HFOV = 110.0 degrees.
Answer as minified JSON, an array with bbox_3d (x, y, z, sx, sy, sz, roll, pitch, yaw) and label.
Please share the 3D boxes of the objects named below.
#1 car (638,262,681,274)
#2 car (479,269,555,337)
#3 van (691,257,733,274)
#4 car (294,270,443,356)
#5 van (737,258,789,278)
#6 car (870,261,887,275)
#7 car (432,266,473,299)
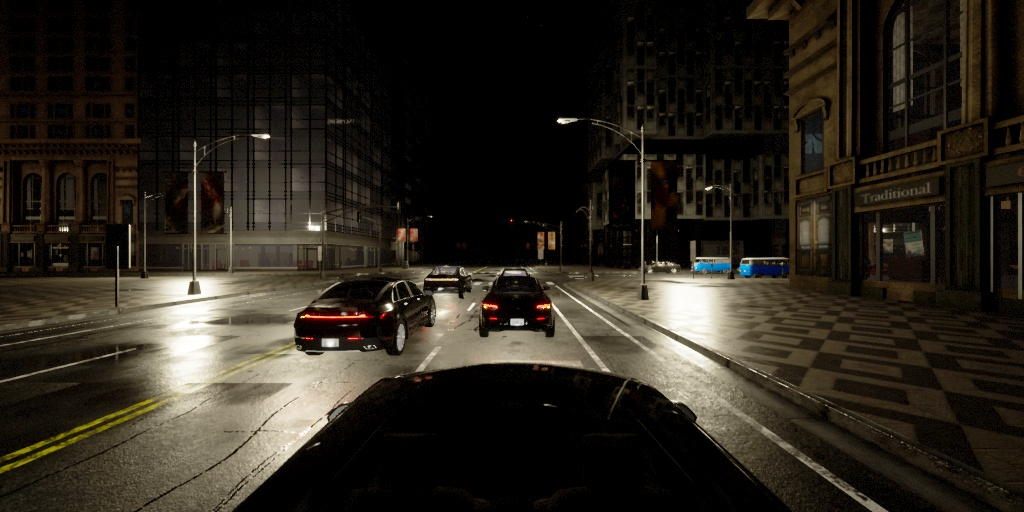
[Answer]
[{"bbox_3d":[15.981,1.263,38.867,4.403,1.370,2.007,0,0,0],"label":"car"},{"bbox_3d":[0.123,1.276,10.115,1.812,1.442,4.674,0,0,0],"label":"car"},{"bbox_3d":[21.600,1.042,38.827,3.998,1.789,1.690,0,0,0],"label":"van"},{"bbox_3d":[-3.133,1.255,8.620,1.837,1.490,4.892,0,0,0],"label":"car"},{"bbox_3d":[21.540,1.032,30.303,3.998,1.789,1.690,0,0,0],"label":"van"},{"bbox_3d":[32.778,1.252,30.223,4.207,1.307,1.802,0,0,0],"label":"car"},{"bbox_3d":[-3.106,1.241,18.034,2.128,1.511,4.902,0,0,0],"label":"car"}]
